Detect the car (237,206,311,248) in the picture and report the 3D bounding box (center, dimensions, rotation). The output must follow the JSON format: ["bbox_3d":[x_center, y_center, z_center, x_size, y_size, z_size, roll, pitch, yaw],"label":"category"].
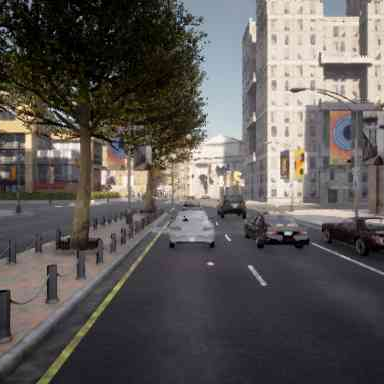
[{"bbox_3d":[3.500,1.561,14.650,2.033,1.411,5.357,0,0,0],"label":"car"}]

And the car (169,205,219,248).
[{"bbox_3d":[0.000,1.531,14.650,1.812,1.442,4.674,0,0,0],"label":"car"}]

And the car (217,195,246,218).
[{"bbox_3d":[3.500,1.256,29.680,2.150,2.045,5.566,0,0,0],"label":"car"}]

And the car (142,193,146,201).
[{"bbox_3d":[-11.500,1.159,85.508,2.150,2.045,5.566,0,0,0],"label":"car"}]

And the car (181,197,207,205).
[{"bbox_3d":[0.000,1.493,29.650,2.128,1.511,4.902,0,0,0],"label":"car"}]

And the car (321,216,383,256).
[{"bbox_3d":[6.749,1.592,12.948,1.895,1.301,4.718,0,0,0],"label":"car"}]
